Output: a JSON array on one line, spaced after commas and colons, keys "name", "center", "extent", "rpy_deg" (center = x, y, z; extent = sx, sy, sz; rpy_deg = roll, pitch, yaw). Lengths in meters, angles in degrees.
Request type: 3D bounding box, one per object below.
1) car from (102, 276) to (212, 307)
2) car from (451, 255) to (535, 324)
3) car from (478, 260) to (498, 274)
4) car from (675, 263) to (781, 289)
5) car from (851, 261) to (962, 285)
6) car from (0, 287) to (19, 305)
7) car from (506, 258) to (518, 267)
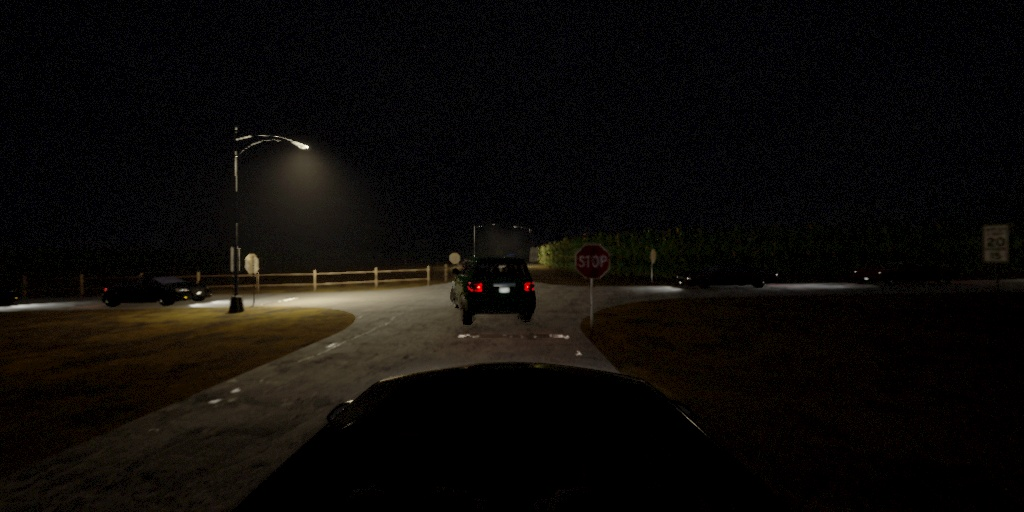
[{"name": "car", "center": [-17.613, 1.703, 17.906], "extent": [4.181, 1.385, 1.994], "rpy_deg": [-1, 0, 0]}, {"name": "car", "center": [-0.829, 1.038, 12.607], "extent": [2.150, 2.045, 5.566], "rpy_deg": [1, 0, -13]}, {"name": "car", "center": [-2.838, 1.309, 43.716], "extent": [2.128, 1.511, 4.902], "rpy_deg": [0, 0, 1]}, {"name": "car", "center": [12.549, 1.130, 21.037], "extent": [5.357, 1.411, 2.033], "rpy_deg": [-1, 0, 1]}, {"name": "car", "center": [22.983, 0.988, 21.054], "extent": [4.718, 1.301, 1.895], "rpy_deg": [-1, 0, 0]}, {"name": "car", "center": [-27.655, 1.895, 17.852], "extent": [4.181, 1.385, 1.994], "rpy_deg": [-1, 0, 0]}, {"name": "car", "center": [0.010, 1.235, 64.956], "extent": [2.128, 1.511, 4.902], "rpy_deg": [0, 0, 0]}]
